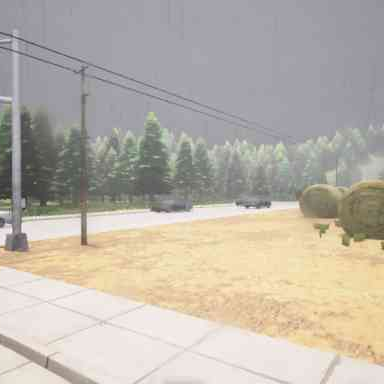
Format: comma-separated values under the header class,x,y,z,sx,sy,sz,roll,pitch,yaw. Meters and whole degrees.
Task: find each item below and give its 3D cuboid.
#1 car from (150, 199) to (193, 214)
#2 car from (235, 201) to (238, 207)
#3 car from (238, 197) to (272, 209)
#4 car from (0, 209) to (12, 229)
class,x,y,z,sx,sy,sz,roll,pitch,yaw
car,-2.014,1.488,35.160,2.033,1.411,5.357,0,0,37
car,8.110,1.452,48.660,1.895,1.301,4.718,0,0,37
car,8.495,1.412,43.100,2.033,1.411,5.357,0,0,37
car,-13.306,1.566,19.964,1.812,1.442,4.674,0,0,37
